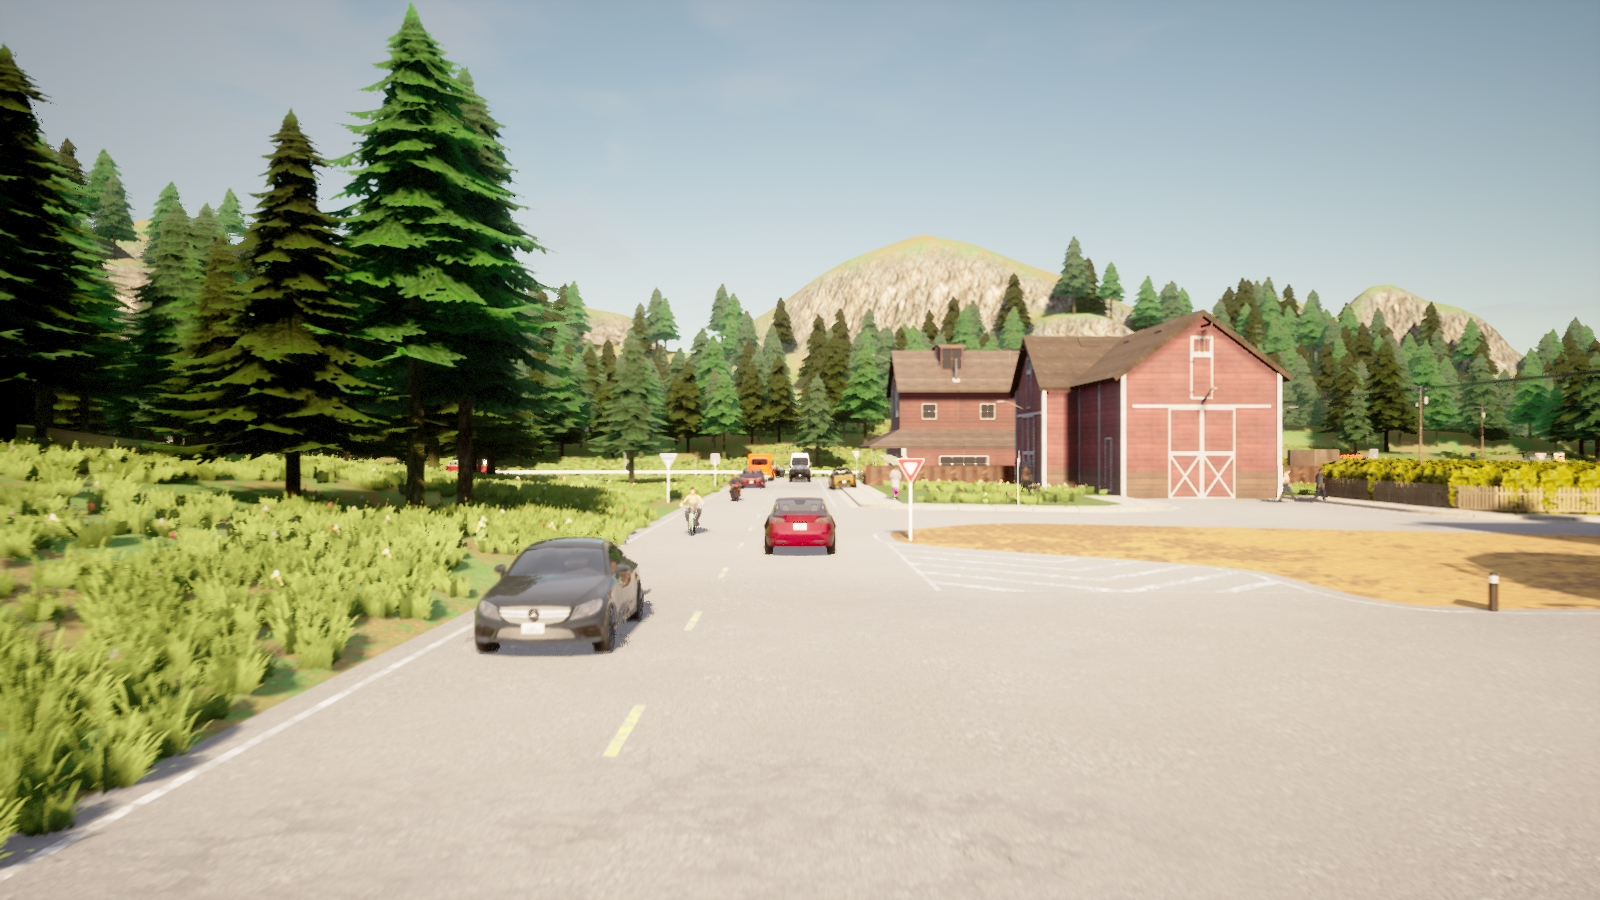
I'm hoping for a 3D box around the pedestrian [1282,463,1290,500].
[{"bbox_3d":[24.781,1.617,58.267,0.375,1.860,0.375,0,0,27],"label":"pedestrian"}]

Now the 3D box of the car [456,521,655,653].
[{"bbox_3d":[-3.502,1.941,17.308,2.002,1.442,4.674,0,0,0],"label":"car"}]

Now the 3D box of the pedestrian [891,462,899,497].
[{"bbox_3d":[5.001,1.556,60.263,0.375,1.860,0.375,0,0,-1],"label":"pedestrian"}]

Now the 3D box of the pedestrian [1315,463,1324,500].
[{"bbox_3d":[26.401,1.613,58.083,0.375,1.860,0.375,0,0,22],"label":"pedestrian"}]

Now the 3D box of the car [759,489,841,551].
[{"bbox_3d":[0.001,1.923,32.421,2.163,1.488,4.792,0,0,0],"label":"car"}]

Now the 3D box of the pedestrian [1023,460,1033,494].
[{"bbox_3d":[12.667,1.494,63.526,0.375,1.860,0.375,0,0,-38],"label":"pedestrian"}]

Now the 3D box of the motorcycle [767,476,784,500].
[{"bbox_3d":[-1.300,2.065,61.979,0.867,1.251,2.209,0,0,0],"label":"motorcycle"}]
